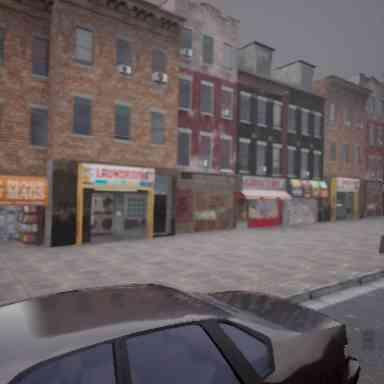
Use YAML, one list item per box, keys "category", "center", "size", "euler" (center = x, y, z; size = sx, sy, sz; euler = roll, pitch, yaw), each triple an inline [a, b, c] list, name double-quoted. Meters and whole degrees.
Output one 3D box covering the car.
- category: "car"
  center: [-0.908, 1.547, 2.420]
  size: [5.357, 1.411, 2.033]
  euler: [0, 0, -35]
